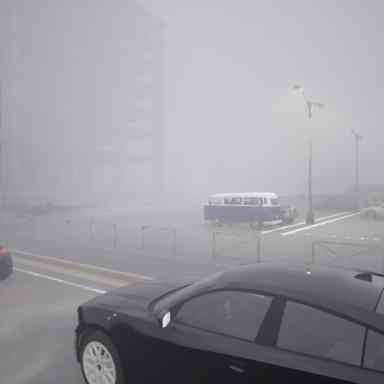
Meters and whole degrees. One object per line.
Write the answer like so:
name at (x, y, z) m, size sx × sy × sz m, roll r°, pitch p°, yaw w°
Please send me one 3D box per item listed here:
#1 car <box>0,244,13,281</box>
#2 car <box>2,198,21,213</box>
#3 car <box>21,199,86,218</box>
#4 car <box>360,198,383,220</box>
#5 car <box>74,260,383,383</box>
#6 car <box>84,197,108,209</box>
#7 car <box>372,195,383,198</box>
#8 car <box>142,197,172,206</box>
car at (-6.485, 1.564, 8.610) m, size 4.181 × 1.385 × 1.994 m, roll 0°, pitch 0°, yaw 36°
car at (-18.776, 1.422, 33.579) m, size 1.882 × 1.535 × 5.008 m, roll 0°, pitch 0°, yaw 36°
car at (-12.395, 1.545, 30.029) m, size 1.895 × 1.301 × 4.718 m, roll 0°, pitch 0°, yaw 34°
car at (14.701, 1.395, 24.750) m, size 3.806 × 1.475 × 1.970 m, roll 0°, pitch 0°, yaw 36°
car at (0.836, 1.478, 3.399) m, size 5.008 × 1.535 × 1.882 m, roll 0°, pitch 0°, yaw 36°
car at (-12.932, 1.422, 41.782) m, size 1.882 × 1.535 × 5.008 m, roll 0°, pitch 0°, yaw 35°
car at (17.926, 1.153, 29.302) m, size 4.605 × 1.855 × 1.932 m, roll 0°, pitch 0°, yaw 36°
car at (-5.442, 1.492, 52.290) m, size 2.033 × 1.411 × 5.357 m, roll 0°, pitch 0°, yaw 36°
